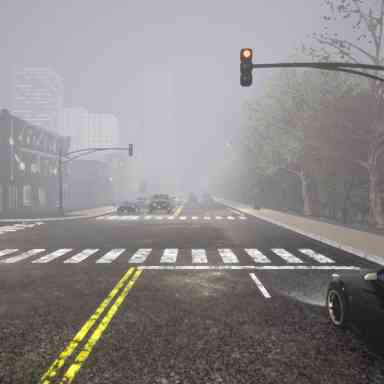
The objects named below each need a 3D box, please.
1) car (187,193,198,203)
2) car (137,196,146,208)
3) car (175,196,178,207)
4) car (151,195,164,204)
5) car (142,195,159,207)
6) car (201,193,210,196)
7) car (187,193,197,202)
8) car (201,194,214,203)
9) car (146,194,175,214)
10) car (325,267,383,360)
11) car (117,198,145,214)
[{"bbox_3d":[0.149,1.454,65.784,1.882,1.535,5.008,0,0,0],"label":"car"},{"bbox_3d":[-6.557,1.338,44.229,2.097,1.767,4.553,0,0,0],"label":"car"},{"bbox_3d":[-3.304,1.511,46.259,1.812,1.442,4.674,0,0,0],"label":"car"},{"bbox_3d":[-6.508,1.455,63.562,1.882,1.535,5.008,0,0,1],"label":"car"},{"bbox_3d":[-6.550,1.334,53.118,2.097,1.767,4.553,0,0,0],"label":"car"},{"bbox_3d":[3.306,1.195,76.875,2.150,2.045,5.566,0,0,0],"label":"car"},{"bbox_3d":[0.057,1.194,78.127,2.150,2.045,5.566,0,0,0],"label":"car"},{"bbox_3d":[3.399,1.576,66.895,1.895,1.301,4.718,0,0,0],"label":"car"},{"bbox_3d":[-3.314,1.211,36.269,2.150,2.045,5.566,0,0,0],"label":"car"},{"bbox_3d":[3.352,1.563,4.257,1.994,1.385,4.181,0,0,0],"label":"car"},{"bbox_3d":[-6.582,1.590,35.318,1.895,1.301,4.718,0,0,1],"label":"car"}]
